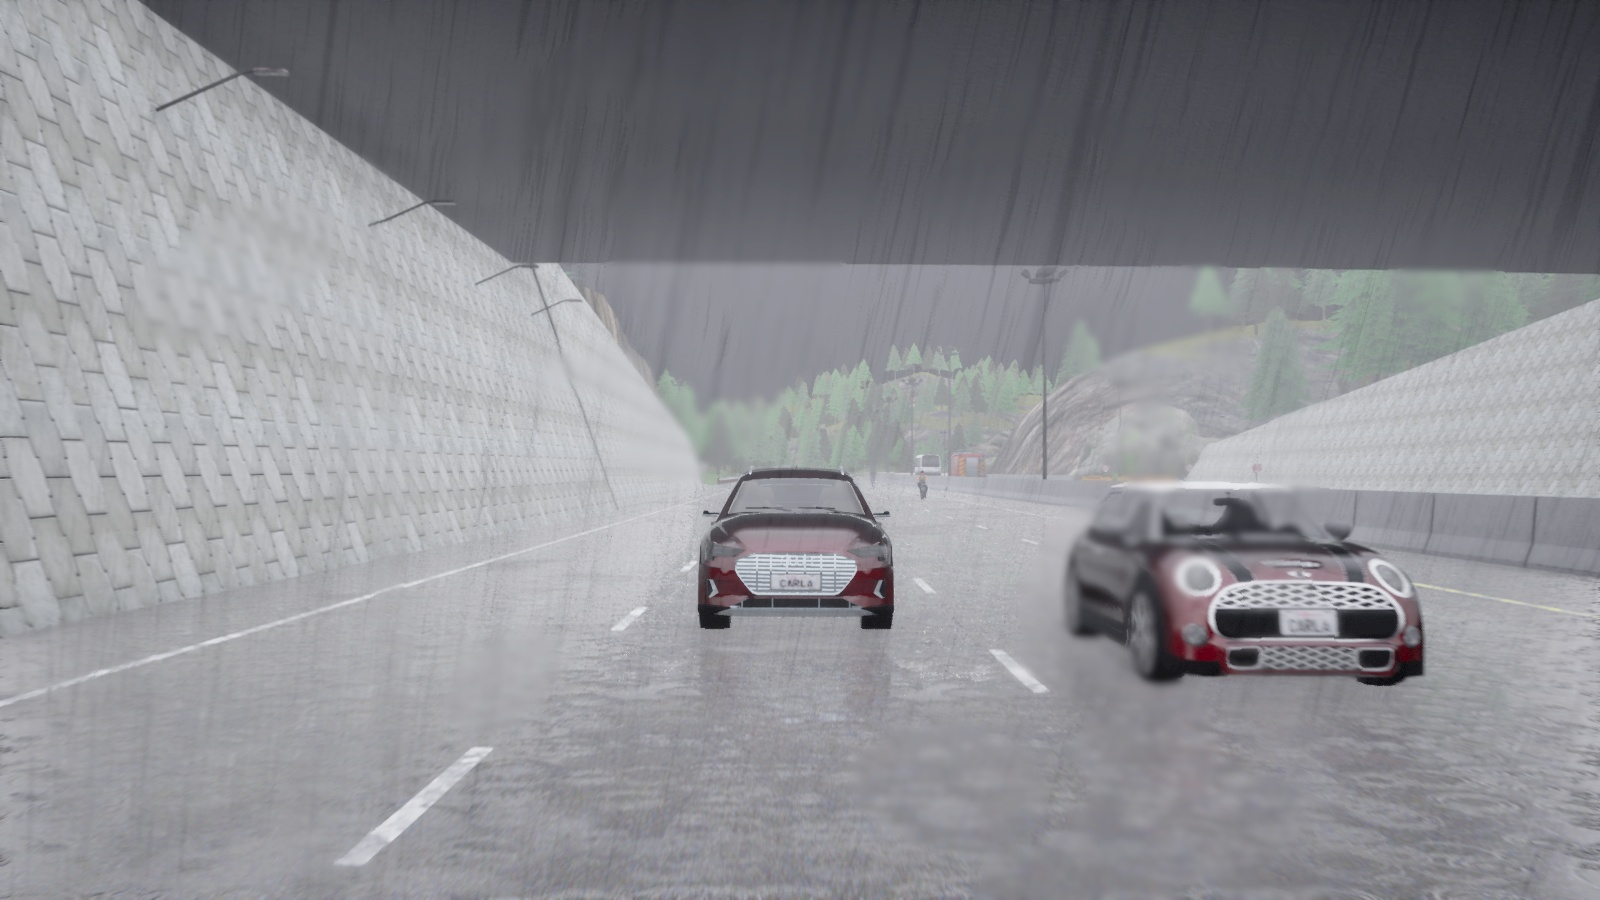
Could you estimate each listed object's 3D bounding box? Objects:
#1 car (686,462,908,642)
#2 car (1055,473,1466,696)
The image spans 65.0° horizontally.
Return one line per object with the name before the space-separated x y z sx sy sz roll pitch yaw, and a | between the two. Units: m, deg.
car | -0.034 0.979 13.982 2.033 1.649 4.856 0 -1 0
car | 3.475 0.939 10.331 1.970 1.475 3.806 0 -1 0
